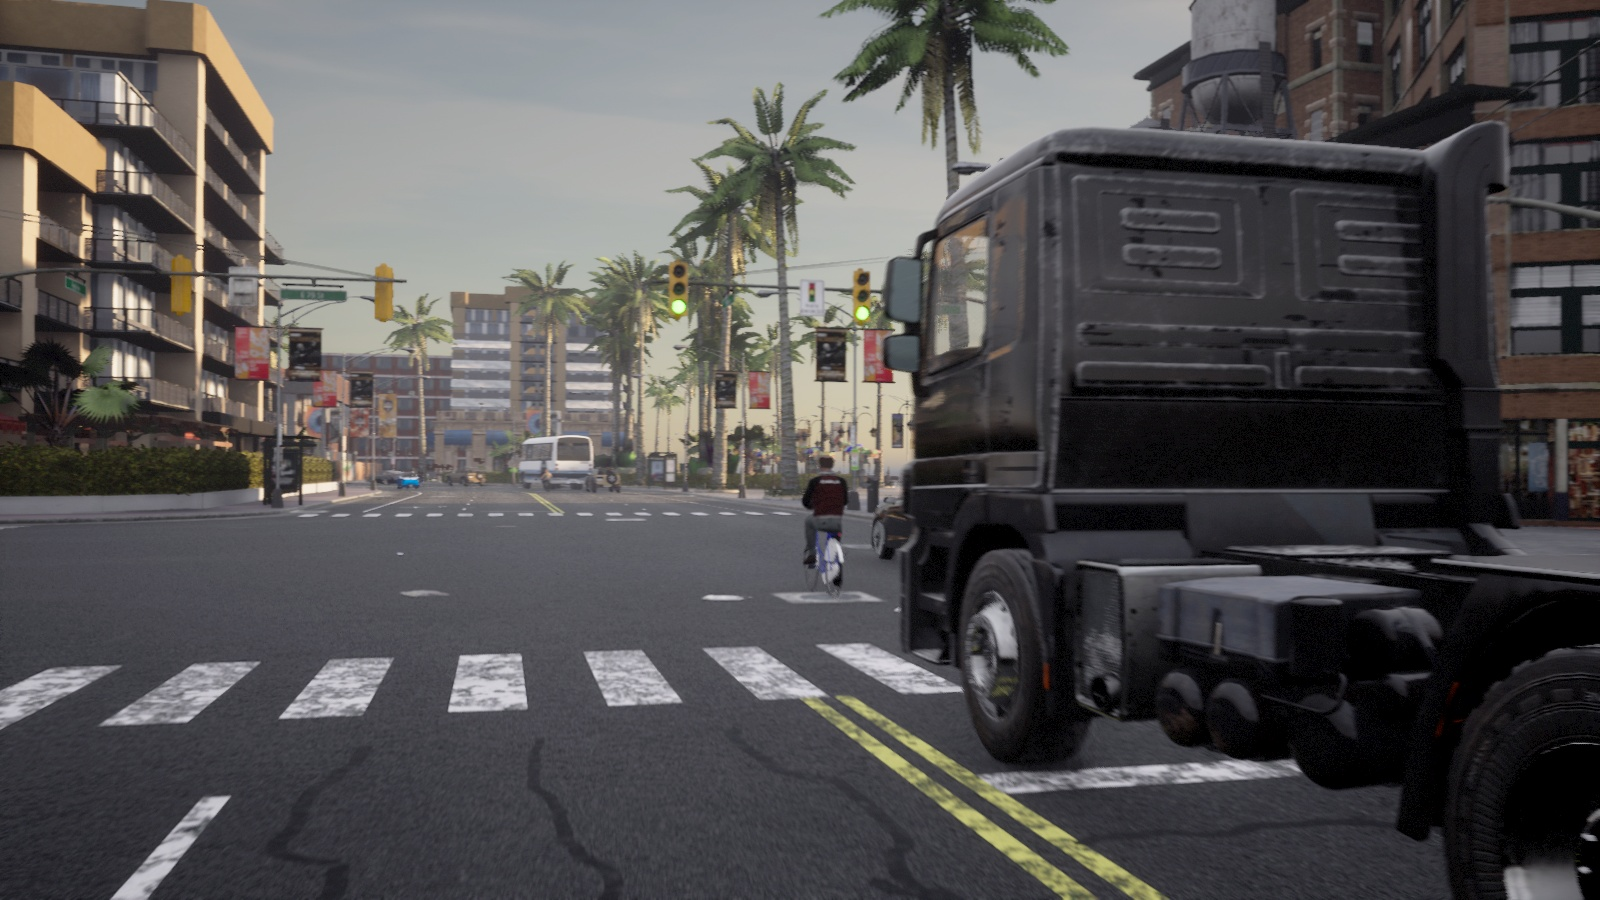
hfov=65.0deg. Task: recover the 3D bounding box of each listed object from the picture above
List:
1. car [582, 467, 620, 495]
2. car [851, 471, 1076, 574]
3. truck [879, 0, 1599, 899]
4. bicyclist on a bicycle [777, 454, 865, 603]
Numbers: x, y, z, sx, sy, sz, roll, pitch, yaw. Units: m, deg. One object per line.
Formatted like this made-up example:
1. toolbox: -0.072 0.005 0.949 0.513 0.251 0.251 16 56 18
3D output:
1. car: -13.950 2.153 87.787 1.932 1.855 4.605 0 -1 -18
2. car: 2.566 1.113 21.163 2.128 1.511 4.902 0 -1 -14
3. truck: 2.885 -0.096 4.993 2.891 3.462 7.936 0 -1 -14
4. bicyclist on a bicycle: 0.236 0.949 15.921 0.659 1.776 1.843 0 -1 -14
